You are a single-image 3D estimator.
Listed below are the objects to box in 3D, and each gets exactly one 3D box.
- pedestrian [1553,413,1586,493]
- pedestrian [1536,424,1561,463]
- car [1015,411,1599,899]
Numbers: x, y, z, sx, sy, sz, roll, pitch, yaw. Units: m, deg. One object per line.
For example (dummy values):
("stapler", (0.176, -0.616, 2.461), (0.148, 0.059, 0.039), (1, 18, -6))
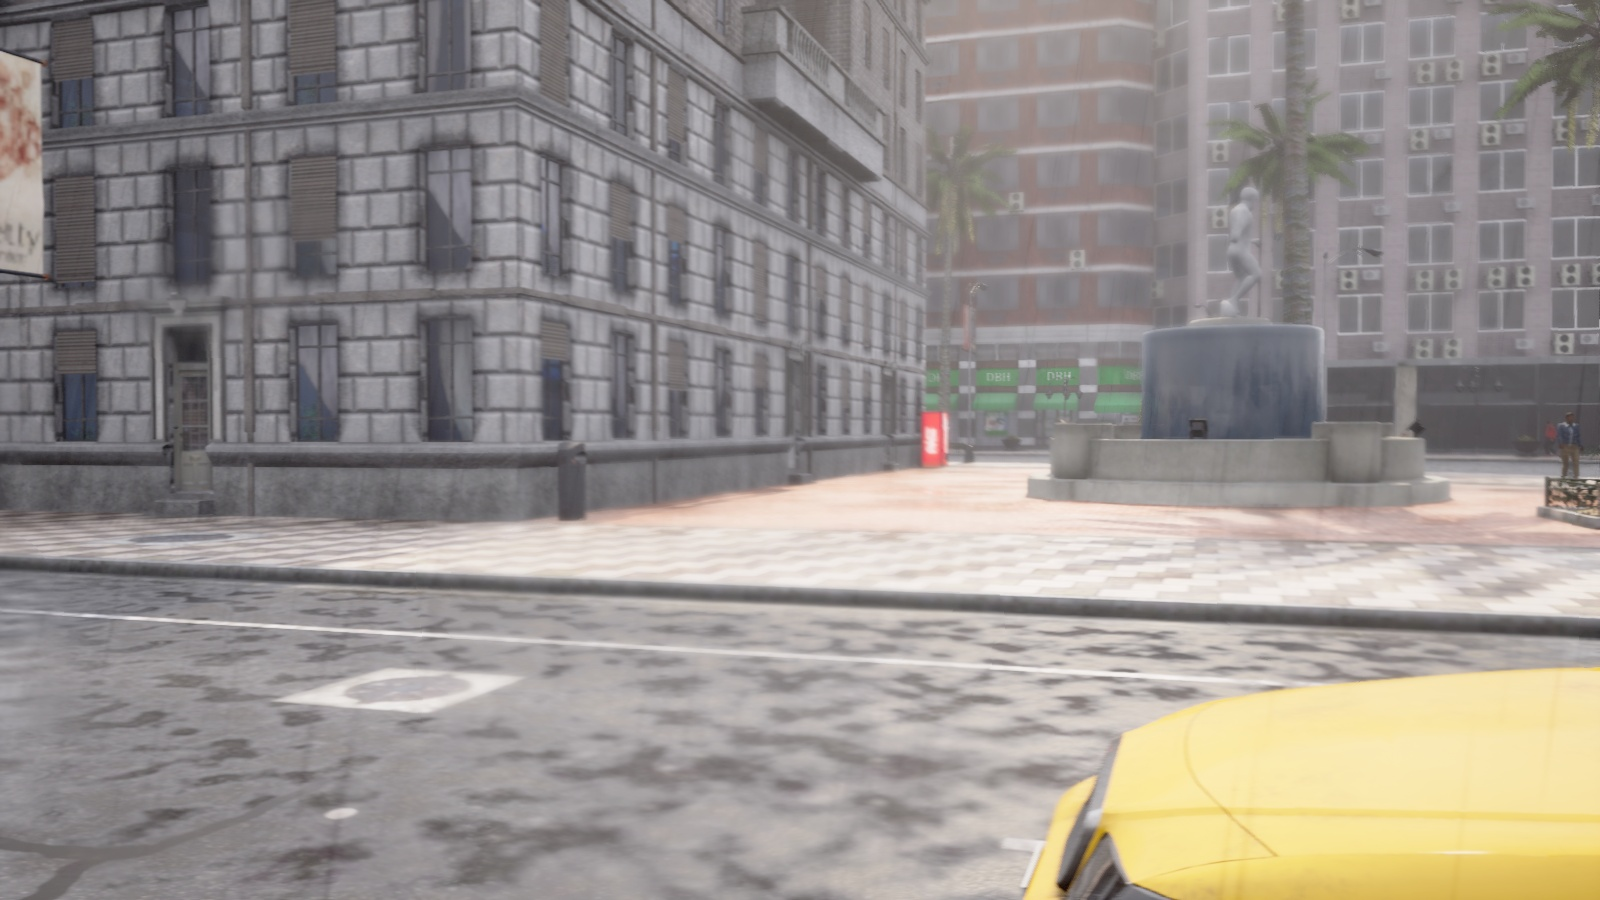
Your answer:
("pedestrian", (19.191, 0.067, 31.318), (0.423, 1.949, 0.788), (0, 1, 10))
("pedestrian", (35.441, -0.311, 59.445), (0.899, 1.844, 0.634), (1, 1, 43))
("car", (3.188, 0.749, 2.110), (5.366, 1.575, 1.801), (1, 1, 18))
